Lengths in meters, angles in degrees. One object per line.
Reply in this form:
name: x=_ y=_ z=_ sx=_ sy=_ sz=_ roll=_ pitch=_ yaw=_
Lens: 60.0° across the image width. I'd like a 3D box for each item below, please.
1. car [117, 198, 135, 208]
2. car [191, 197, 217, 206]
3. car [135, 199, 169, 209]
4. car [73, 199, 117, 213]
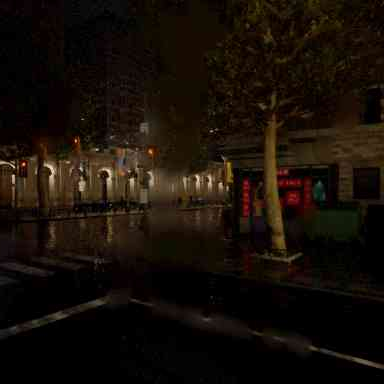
car: x=-10.252 y=1.595 z=47.928 sx=1.895 sy=1.301 sz=4.718 roll=0 pitch=0 yaw=36
car: x=2.065 y=1.547 z=53.619 sx=2.033 sy=1.411 sz=5.357 roll=0 pitch=0 yaw=36
car: x=-4.951 y=1.564 z=43.921 sx=1.994 sy=1.385 sz=4.181 roll=0 pitch=0 yaw=35
car: x=-10.713 y=1.564 z=35.917 sx=1.994 sy=1.385 sz=4.181 roll=0 pitch=0 yaw=36
